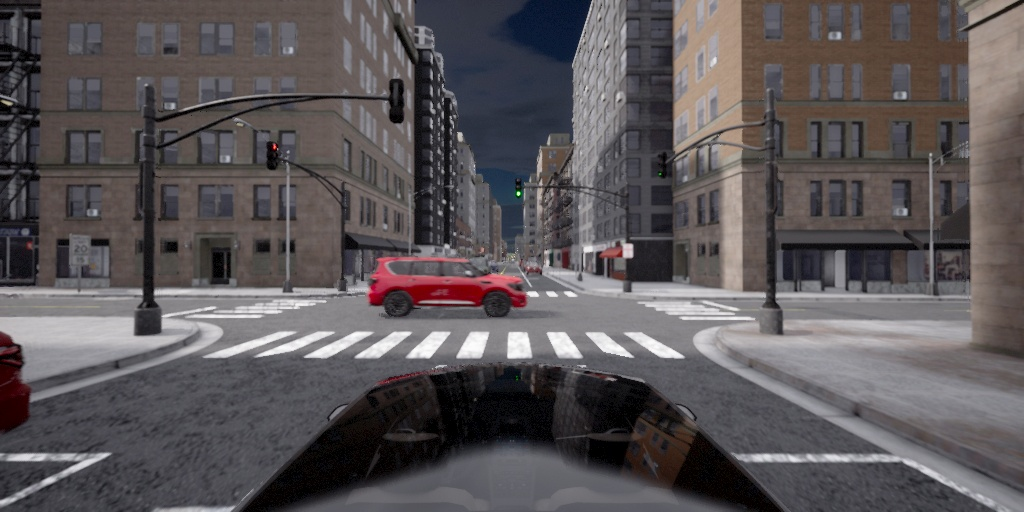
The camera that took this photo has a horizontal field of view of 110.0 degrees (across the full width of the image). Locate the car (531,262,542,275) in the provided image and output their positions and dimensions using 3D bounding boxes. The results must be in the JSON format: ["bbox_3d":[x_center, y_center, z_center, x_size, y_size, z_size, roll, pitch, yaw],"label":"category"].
[{"bbox_3d":[2.648,1.493,43.958,1.967,1.591,4.097,0,0,0],"label":"car"}]

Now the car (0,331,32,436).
[{"bbox_3d":[-5.389,1.060,1.143,2.192,1.841,5.009,0,0,0],"label":"car"}]

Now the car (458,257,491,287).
[{"bbox_3d":[-2.849,1.161,28.376,2.150,2.045,5.566,0,0,-1],"label":"car"}]

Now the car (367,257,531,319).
[{"bbox_3d":[-2.243,1.062,12.866,5.566,2.045,2.150,0,0,0],"label":"car"}]

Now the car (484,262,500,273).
[{"bbox_3d":[-2.804,1.654,51.693,2.033,1.411,5.357,0,0,0],"label":"car"}]
